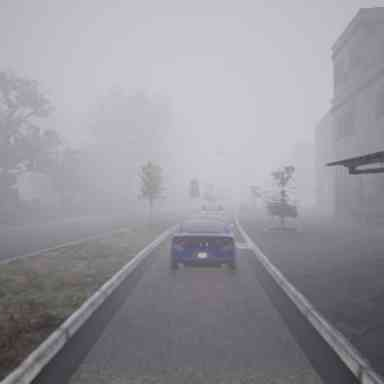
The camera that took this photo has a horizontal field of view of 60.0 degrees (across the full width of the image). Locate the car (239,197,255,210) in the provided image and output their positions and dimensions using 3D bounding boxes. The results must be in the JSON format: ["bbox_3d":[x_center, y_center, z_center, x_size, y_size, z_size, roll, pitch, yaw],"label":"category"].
[{"bbox_3d":[8.083,1.971,49.575,2.097,1.535,5.008,-1,-1,11],"label":"car"}]

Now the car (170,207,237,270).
[{"bbox_3d":[0.414,1.494,11.160,1.882,1.535,5.008,0,0,3],"label":"car"}]

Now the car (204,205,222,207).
[{"bbox_3d":[1.789,1.753,28.076,1.895,1.301,4.718,0,-1,7],"label":"car"}]

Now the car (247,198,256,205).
[{"bbox_3d":[15.699,2.485,87.526,2.185,1.767,4.553,0,-1,11],"label":"car"}]

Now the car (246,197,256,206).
[{"bbox_3d":[14.617,2.272,82.151,2.435,2.045,5.566,0,-1,11],"label":"car"}]

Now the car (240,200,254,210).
[{"bbox_3d":[9.145,2.095,54.969,2.163,1.488,4.792,0,-1,11],"label":"car"}]
